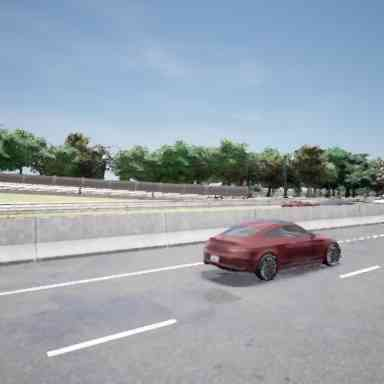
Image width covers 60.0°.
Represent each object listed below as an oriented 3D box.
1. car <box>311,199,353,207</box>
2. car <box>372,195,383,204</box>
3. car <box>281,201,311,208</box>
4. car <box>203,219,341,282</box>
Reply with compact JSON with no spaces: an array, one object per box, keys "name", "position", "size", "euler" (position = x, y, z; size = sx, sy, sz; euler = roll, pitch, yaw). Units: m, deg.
[{"name":"car","position":[15.796,1.537,36.755],"size":[5.008,1.535,1.882],"euler":[0,0,-35]},{"name":"car","position":[22.162,1.298,36.992],"size":[5.566,2.045,2.150],"euler":[0,0,-35]},{"name":"car","position":[12.588,1.656,38.768],"size":[4.718,1.301,1.895],"euler":[0,0,-35]},{"name":"car","position":[2.445,1.533,9.808],"size":[4.674,1.442,1.812],"euler":[0,0,-36]}]
